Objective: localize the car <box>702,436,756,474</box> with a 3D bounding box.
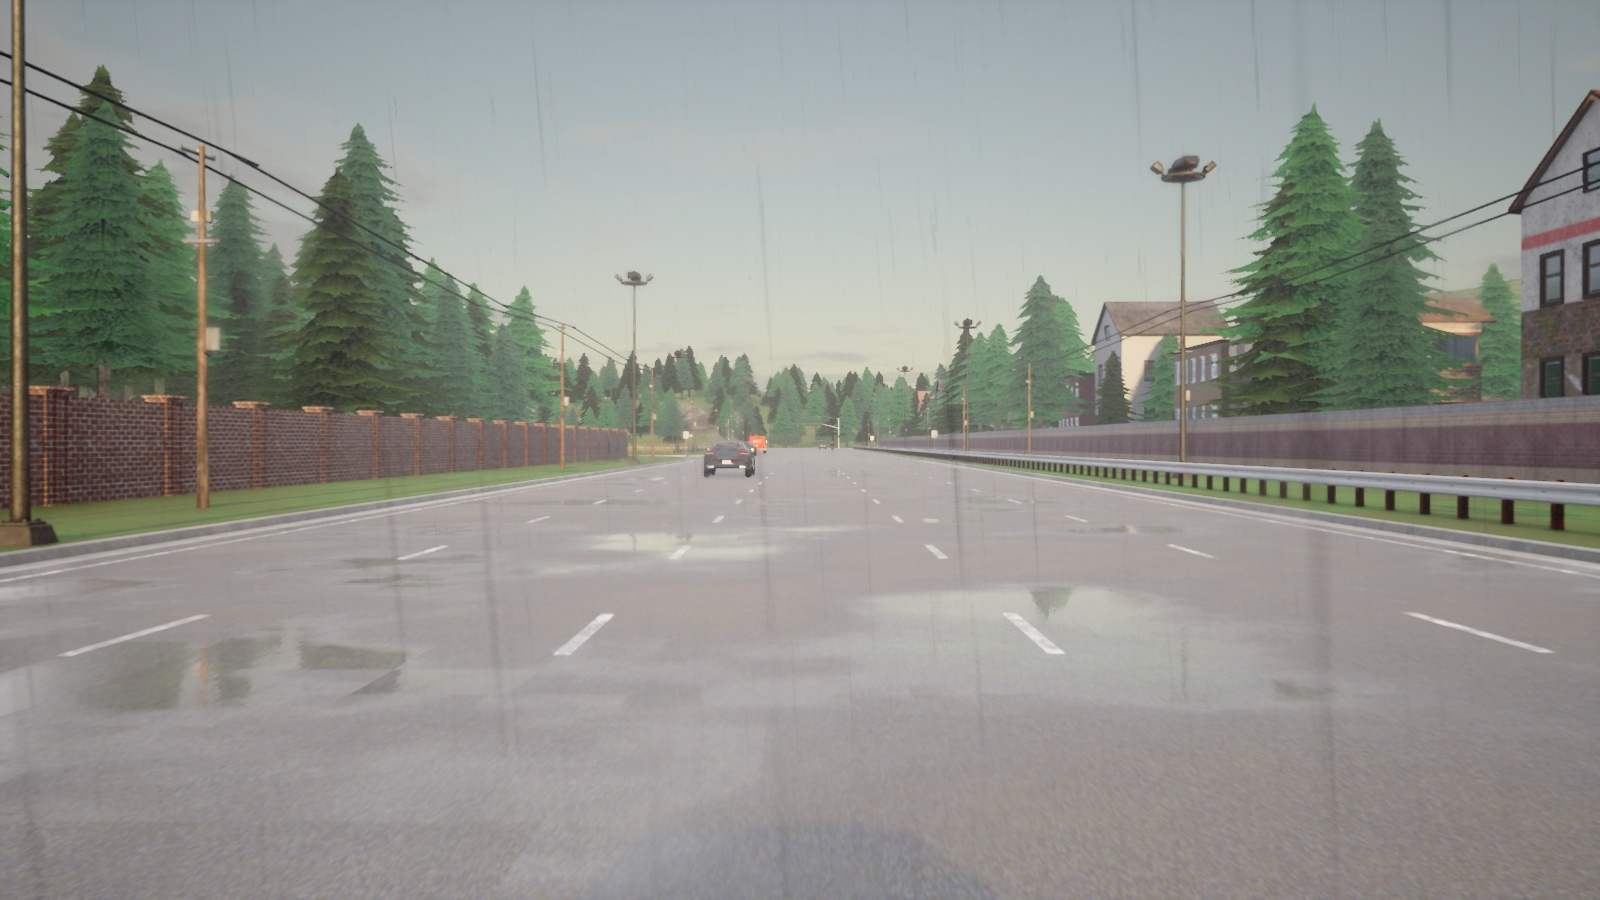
[{"bbox_3d":[-3.160,0.202,56.866,2.152,1.651,5.027,0,0,0],"label":"car"}]
